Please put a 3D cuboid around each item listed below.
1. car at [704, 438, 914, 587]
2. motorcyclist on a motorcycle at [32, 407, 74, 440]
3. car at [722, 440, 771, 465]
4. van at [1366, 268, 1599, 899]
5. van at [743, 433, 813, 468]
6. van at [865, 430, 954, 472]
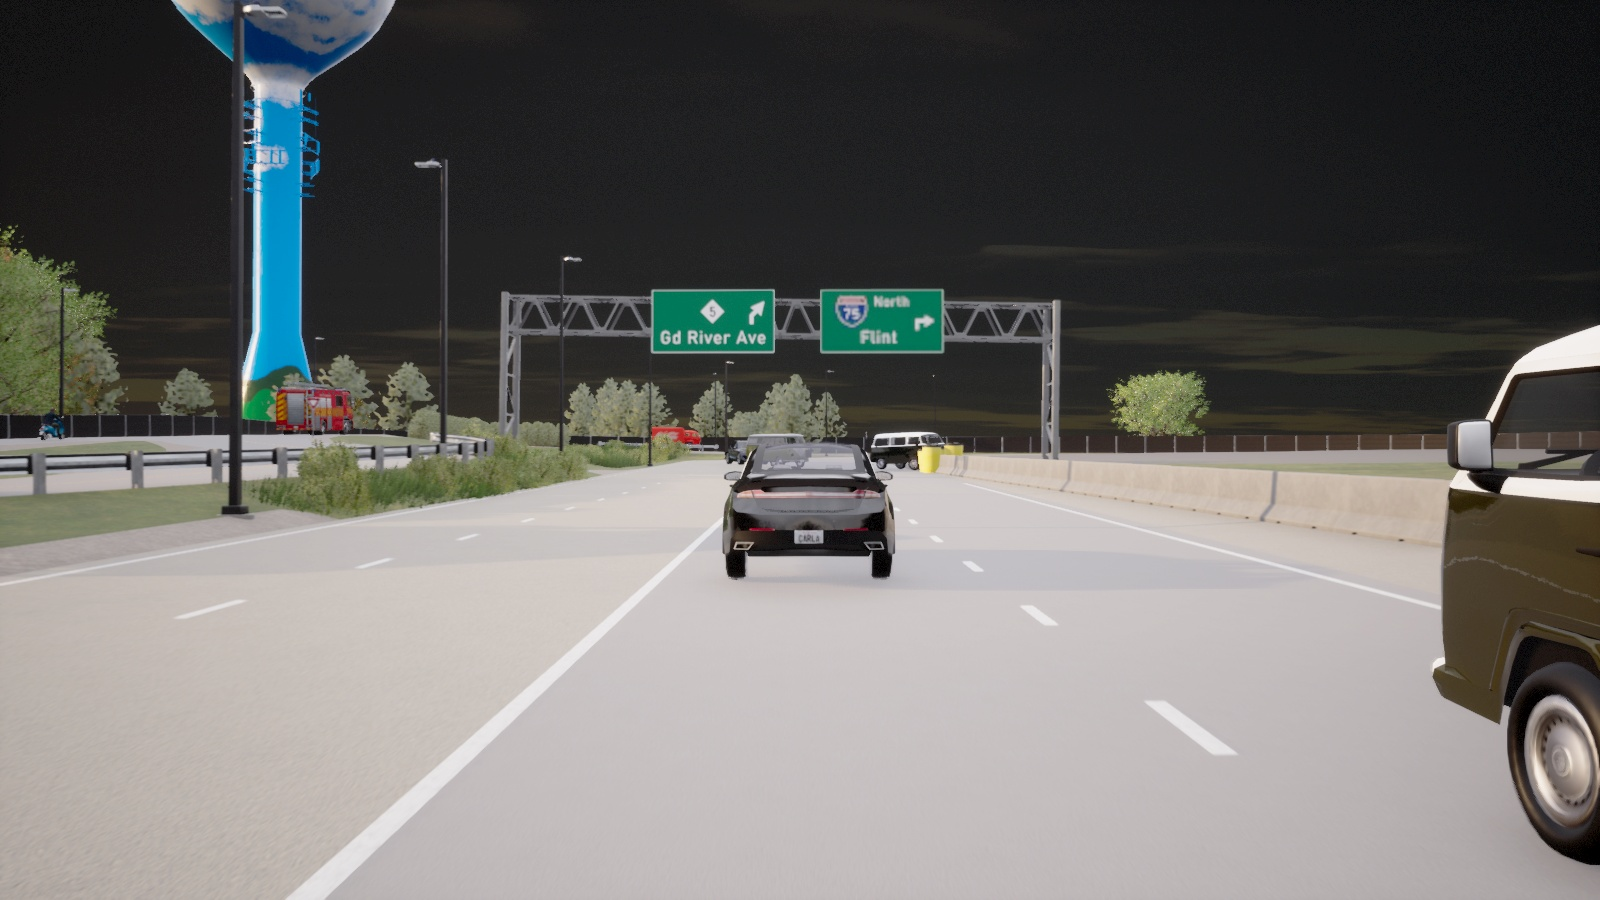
[{"bbox_3d":[0.102,0.618,15.176,2.128,1.511,4.902,0,0,0],"label":"car"},{"bbox_3d":[-36.730,-1.311,61.783,0.866,1.590,1.817,1,2,4],"label":"motorcyclist on a motorcycle"},{"bbox_3d":[-3.570,0.139,83.416,2.033,1.649,4.856,0,1,-18],"label":"car"},{"bbox_3d":[3.535,0.455,3.325,2.069,2.038,4.480,0,0,0],"label":"van"},{"bbox_3d":[-1.329,0.036,73.567,1.775,1.987,4.442,0,1,-38],"label":"van"},{"bbox_3d":[5.847,0.068,67.420,2.069,2.038,4.480,-3,0,-41],"label":"van"}]
